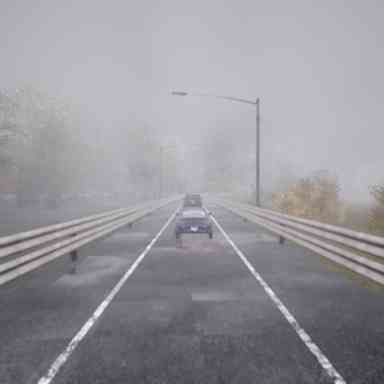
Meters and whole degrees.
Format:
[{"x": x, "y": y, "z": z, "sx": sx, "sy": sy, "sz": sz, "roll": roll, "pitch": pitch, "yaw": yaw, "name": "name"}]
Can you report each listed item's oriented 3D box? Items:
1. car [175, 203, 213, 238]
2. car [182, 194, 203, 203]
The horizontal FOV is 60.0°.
[{"x": 0.094, "y": 1.529, "z": 17.659, "sx": 1.812, "sy": 1.442, "sz": 4.674, "roll": 0, "pitch": 0, "yaw": 0, "name": "car"}, {"x": 0.094, "y": 1.222, "z": 38.240, "sx": 2.150, "sy": 2.045, "sz": 5.566, "roll": 0, "pitch": 0, "yaw": 0, "name": "car"}]
